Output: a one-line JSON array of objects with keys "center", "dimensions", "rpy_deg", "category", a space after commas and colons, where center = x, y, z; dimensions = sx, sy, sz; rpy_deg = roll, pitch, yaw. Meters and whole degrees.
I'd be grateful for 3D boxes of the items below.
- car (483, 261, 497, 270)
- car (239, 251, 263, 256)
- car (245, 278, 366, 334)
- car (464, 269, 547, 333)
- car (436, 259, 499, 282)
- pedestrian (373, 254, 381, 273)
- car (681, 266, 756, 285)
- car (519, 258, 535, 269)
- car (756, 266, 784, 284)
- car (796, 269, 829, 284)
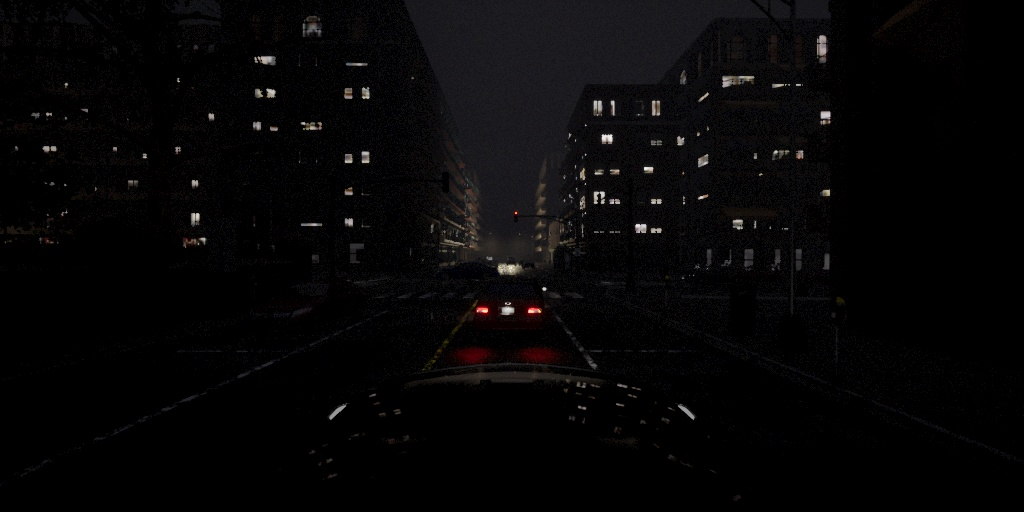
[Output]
[{"center": [-3.211, 1.350, 53.185], "dimensions": [1.895, 1.301, 4.718], "rpy_deg": [0, 0, 0], "category": "car"}, {"center": [-17.597, 0.694, 25.126], "dimensions": [5.566, 2.045, 2.150], "rpy_deg": [1, 0, -1], "category": "car"}, {"center": [-5.710, 1.331, 10.547], "dimensions": [1.802, 1.307, 4.207], "rpy_deg": [0, 0, 0], "category": "car"}, {"center": [0.056, 1.297, 10.759], "dimensions": [2.033, 1.411, 5.357], "rpy_deg": [0, 0, 3], "category": "car"}, {"center": [-3.496, 1.225, 28.542], "dimensions": [5.008, 1.535, 1.882], "rpy_deg": [0, 0, -1], "category": "car"}, {"center": [-12.794, 0.652, 33.932], "dimensions": [0.375, 1.860, 0.375], "rpy_deg": [0, -1, -1], "category": "pedestrian"}, {"center": [16.211, 1.546, 28.826], "dimensions": [4.902, 1.511, 2.128], "rpy_deg": [1, 0, -1], "category": "car"}, {"center": [2.556, 1.299, 54.252], "dimensions": [2.007, 1.370, 4.403], "rpy_deg": [0, 0, 0], "category": "car"}, {"center": [21.305, 1.571, 31.465], "dimensions": [4.097, 1.591, 1.967], "rpy_deg": [0, 0, -1], "category": "car"}, {"center": [26.978, 1.814, 31.549], "dimensions": [4.207, 1.307, 1.802], "rpy_deg": [0, 0, -1], "category": "car"}]
